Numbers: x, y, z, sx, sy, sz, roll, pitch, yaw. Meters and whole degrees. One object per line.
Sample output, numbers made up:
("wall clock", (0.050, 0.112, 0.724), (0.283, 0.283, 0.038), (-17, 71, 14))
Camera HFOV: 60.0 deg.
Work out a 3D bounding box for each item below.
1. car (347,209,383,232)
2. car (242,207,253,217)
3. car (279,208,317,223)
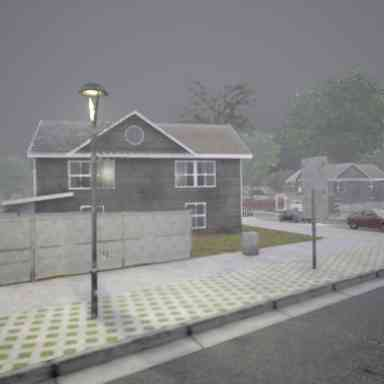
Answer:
("car", (12.443, 1.874, 22.290), (1.812, 1.442, 4.674), (-1, -2, -14))
("car", (6.743, 2.694, 45.618), (1.994, 1.385, 4.181), (-1, -1, -14))
("car", (10.054, 2.250, 31.928), (1.994, 1.385, 4.181), (-1, -2, -13))
